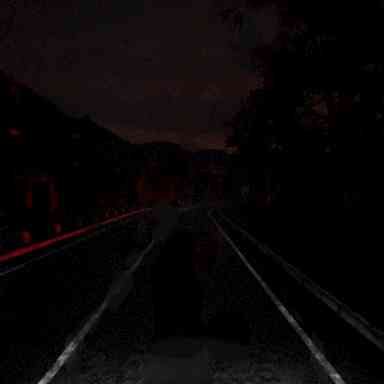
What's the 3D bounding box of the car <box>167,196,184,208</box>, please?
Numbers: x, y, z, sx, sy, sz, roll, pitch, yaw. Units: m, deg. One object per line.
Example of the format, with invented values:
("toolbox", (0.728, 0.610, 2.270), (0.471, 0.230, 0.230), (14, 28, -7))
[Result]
("car", (-2.366, 1.438, 48.472), (2.097, 1.767, 4.553), (0, 0, 6))
